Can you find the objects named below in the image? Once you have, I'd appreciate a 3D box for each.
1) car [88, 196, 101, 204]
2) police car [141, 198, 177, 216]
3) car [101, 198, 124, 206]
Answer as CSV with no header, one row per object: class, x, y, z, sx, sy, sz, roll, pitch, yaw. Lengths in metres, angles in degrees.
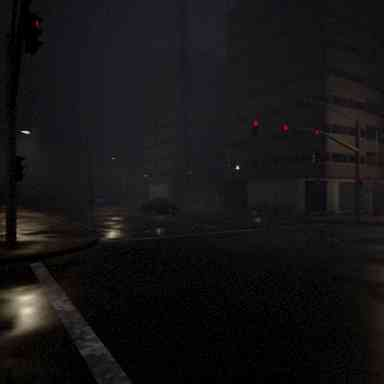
car,-18.093,1.547,62.903,2.033,1.411,5.357,0,0,-32
police car,-3.338,1.425,32.412,1.930,1.638,5.238,0,0,-32
car,-12.817,1.601,54.477,1.895,1.301,4.718,0,0,-31
